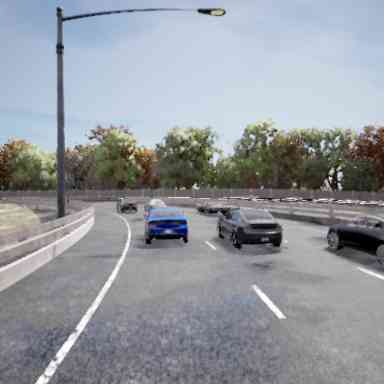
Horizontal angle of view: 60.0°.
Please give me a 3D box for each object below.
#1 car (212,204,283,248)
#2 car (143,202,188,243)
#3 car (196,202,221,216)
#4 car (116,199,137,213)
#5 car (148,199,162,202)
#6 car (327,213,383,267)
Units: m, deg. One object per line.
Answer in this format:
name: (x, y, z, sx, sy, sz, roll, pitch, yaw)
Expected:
car: (2.402, 1.503, 14.758, 1.837, 1.490, 4.892, 0, 0, -8)
car: (-1.364, 1.511, 16.452, 1.882, 1.535, 5.008, 0, 0, -9)
car: (1.909, 1.625, 33.168, 1.895, 1.301, 4.718, 0, 0, -17)
car: (-7.807, 1.626, 39.586, 1.837, 1.490, 4.892, 0, 0, -22)
car: (-4.560, 1.619, 40.867, 1.812, 1.442, 4.674, 0, 0, -22)
car: (6.360, 1.448, 11.153, 2.128, 1.511, 4.902, -1, 0, -5)
